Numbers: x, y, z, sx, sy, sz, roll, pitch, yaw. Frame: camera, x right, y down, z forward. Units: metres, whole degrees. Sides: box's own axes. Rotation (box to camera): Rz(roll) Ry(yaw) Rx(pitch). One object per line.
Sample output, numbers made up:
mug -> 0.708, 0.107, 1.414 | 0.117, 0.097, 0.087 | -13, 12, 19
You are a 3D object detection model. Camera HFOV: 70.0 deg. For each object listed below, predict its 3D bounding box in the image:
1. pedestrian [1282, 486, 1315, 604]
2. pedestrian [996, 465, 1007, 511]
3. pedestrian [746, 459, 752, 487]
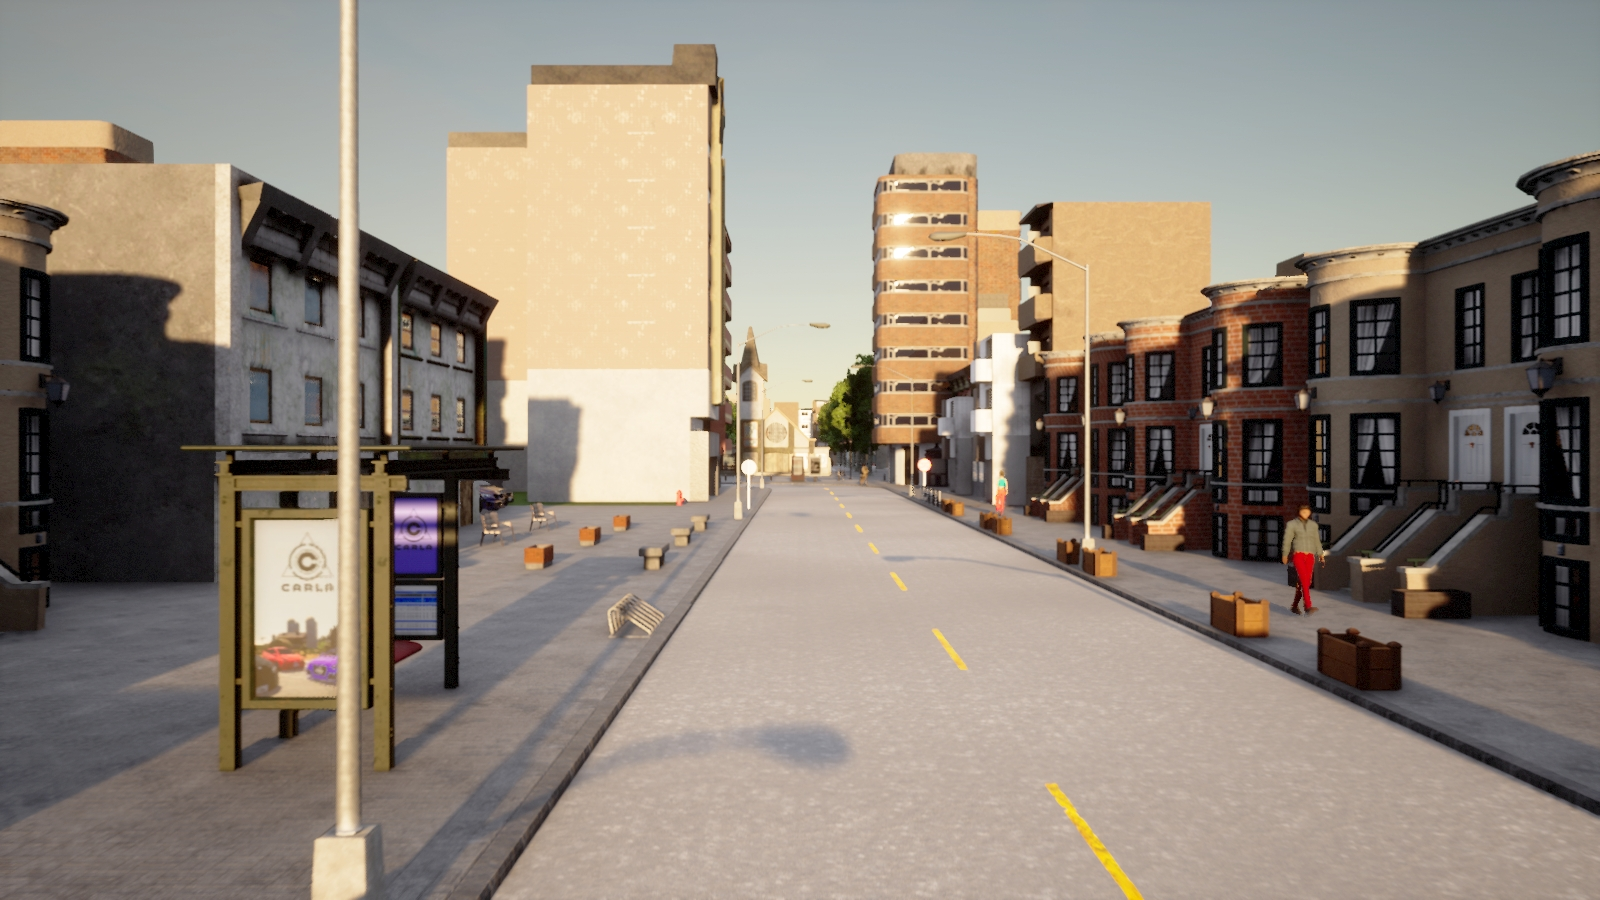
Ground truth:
pedestrian -> 8.049, 1.524, 18.451 | 0.375, 1.860, 0.375 | 0, 0, 0
pedestrian -> 8.163, 1.522, 46.344 | 0.375, 1.860, 0.375 | 0, 0, -3
pedestrian -> -3.430, 1.520, 76.582 | 0.375, 1.860, 0.375 | 0, 0, -1
